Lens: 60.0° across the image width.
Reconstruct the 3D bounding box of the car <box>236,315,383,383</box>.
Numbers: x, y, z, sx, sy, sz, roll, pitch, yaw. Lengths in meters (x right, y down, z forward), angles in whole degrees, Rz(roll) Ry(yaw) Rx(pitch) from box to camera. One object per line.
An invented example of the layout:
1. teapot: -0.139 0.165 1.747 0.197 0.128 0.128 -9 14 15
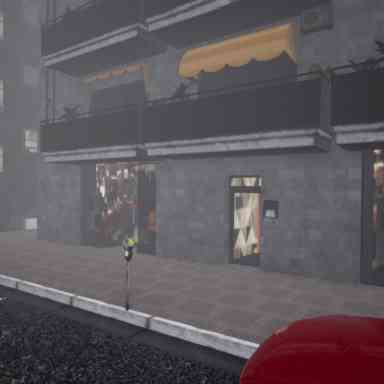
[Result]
1. car: 2.480 1.315 1.169 5.009 1.841 2.192 0 1 34
